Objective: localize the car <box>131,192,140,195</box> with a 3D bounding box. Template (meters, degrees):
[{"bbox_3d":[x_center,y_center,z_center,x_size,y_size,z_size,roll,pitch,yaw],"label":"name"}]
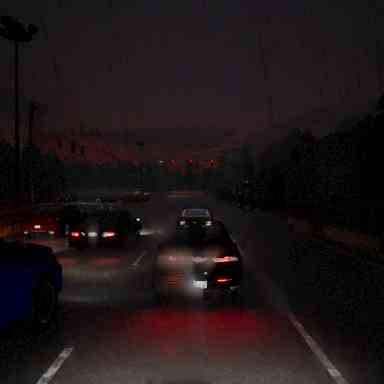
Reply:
[{"bbox_3d":[-13.545,0.978,74.491,1.812,1.442,4.674,0,0,0],"label":"car"}]

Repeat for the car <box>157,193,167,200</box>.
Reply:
[{"bbox_3d":[-6.488,0.974,71.855,2.128,1.511,4.902,0,0,0],"label":"car"}]

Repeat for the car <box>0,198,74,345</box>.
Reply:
[{"bbox_3d":[-3.385,1.205,3.563,2.150,2.045,5.566,0,0,0],"label":"car"}]

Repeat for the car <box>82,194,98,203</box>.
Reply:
[{"bbox_3d":[-17.232,1.146,57.376,1.994,1.385,4.181,0,0,1],"label":"car"}]

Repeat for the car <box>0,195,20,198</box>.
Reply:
[{"bbox_3d":[-19.500,1.093,36.070,4.553,1.767,2.097,0,0,-16],"label":"car"}]

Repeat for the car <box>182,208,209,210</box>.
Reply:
[{"bbox_3d":[0.186,1.478,17.747,1.895,1.301,4.718,0,0,0],"label":"car"}]

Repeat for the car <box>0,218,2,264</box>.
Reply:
[{"bbox_3d":[-6.876,1.513,8.167,1.994,1.385,4.181,0,0,1],"label":"car"}]

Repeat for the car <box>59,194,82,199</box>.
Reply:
[{"bbox_3d":[-20.740,1.072,55.675,1.882,1.535,5.008,0,0,2],"label":"car"}]

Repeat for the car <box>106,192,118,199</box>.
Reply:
[{"bbox_3d":[-20.476,0.852,85.169,1.882,1.535,5.008,0,0,0],"label":"car"}]

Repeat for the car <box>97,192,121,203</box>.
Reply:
[{"bbox_3d":[-13.755,1.122,55.407,1.812,1.442,4.674,0,0,1],"label":"car"}]

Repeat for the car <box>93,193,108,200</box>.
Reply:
[{"bbox_3d":[-20.542,0.929,74.950,1.882,1.535,5.008,0,0,0],"label":"car"}]

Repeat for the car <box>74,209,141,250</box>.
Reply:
[{"bbox_3d":[-3.339,1.455,13.737,2.033,1.411,5.357,0,0,0],"label":"car"}]

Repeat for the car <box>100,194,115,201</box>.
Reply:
[{"bbox_3d":[-17.092,1.071,67.352,1.994,1.385,4.181,0,0,0],"label":"car"}]

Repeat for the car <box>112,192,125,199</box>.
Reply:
[{"bbox_3d":[-17.026,0.787,77.485,2.097,1.767,4.553,0,0,0],"label":"car"}]

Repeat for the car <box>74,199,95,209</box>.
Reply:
[{"bbox_3d":[-6.831,1.360,17.152,1.882,1.535,5.008,0,0,0],"label":"car"}]

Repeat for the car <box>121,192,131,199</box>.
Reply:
[{"bbox_3d":[-13.649,1.055,64.470,1.812,1.442,4.674,0,0,1],"label":"car"}]

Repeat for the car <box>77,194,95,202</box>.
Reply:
[{"bbox_3d":[-20.621,1.126,65.009,1.895,1.301,4.718,0,0,1],"label":"car"}]

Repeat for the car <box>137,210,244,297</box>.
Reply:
[{"bbox_3d":[0.132,1.439,8.417,2.128,1.511,4.902,0,0,0],"label":"car"}]
